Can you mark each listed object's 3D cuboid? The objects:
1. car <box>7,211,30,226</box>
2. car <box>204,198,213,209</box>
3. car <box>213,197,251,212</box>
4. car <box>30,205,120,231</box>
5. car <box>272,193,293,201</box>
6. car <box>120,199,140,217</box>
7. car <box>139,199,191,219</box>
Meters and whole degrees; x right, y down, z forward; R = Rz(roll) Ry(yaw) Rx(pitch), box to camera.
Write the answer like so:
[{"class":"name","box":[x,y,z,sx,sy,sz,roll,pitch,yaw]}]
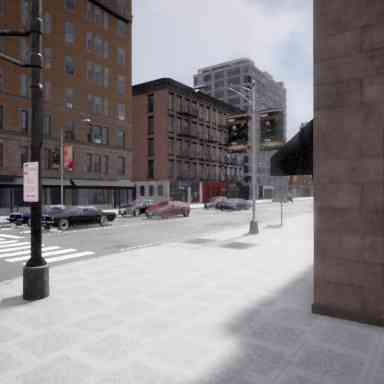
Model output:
[{"class":"car","box":[-9.737,1.553,22.472,1.895,1.301,4.718,0,0,35]},{"class":"car","box":[3.278,1.347,40.942,2.128,1.511,4.902,0,0,35]},{"class":"car","box":[4.853,1.404,37.547,2.033,1.411,5.357,0,0,35]},{"class":"car","box":[-7.081,1.547,20.599,1.895,1.301,4.718,0,0,35]},{"class":"car","box":[13.602,0.803,49.804,2.097,1.767,4.553,0,0,35]},{"class":"car","box":[-4.457,1.405,29.967,2.128,1.511,4.902,0,0,35]},{"class":"car","box":[-1.917,1.434,27.931,1.812,1.442,4.674,0,0,35]}]
